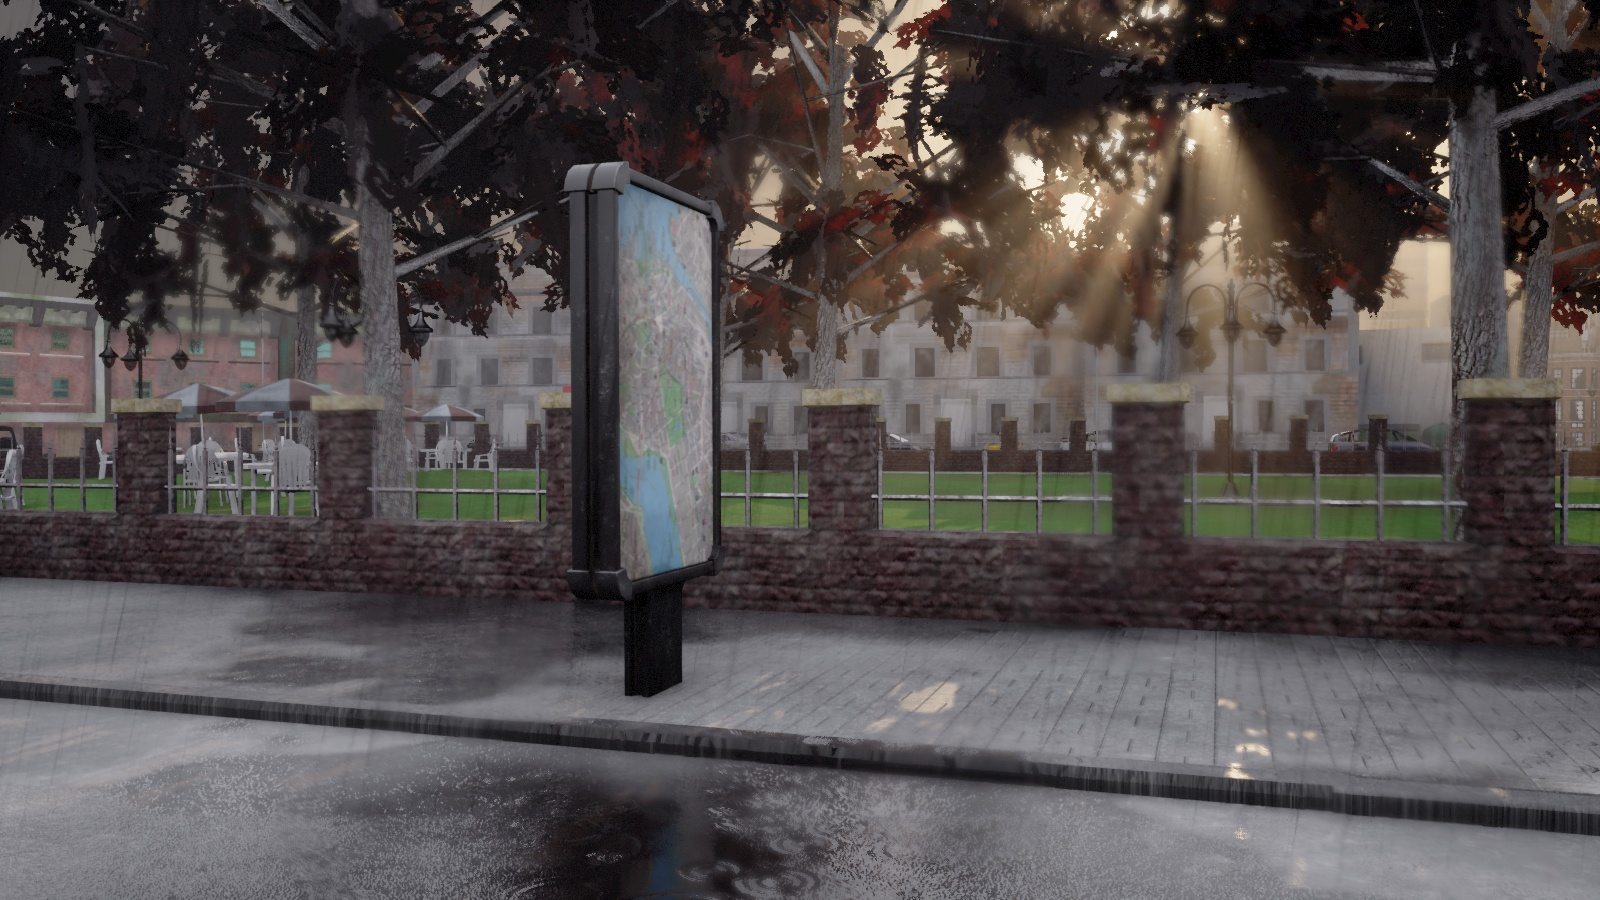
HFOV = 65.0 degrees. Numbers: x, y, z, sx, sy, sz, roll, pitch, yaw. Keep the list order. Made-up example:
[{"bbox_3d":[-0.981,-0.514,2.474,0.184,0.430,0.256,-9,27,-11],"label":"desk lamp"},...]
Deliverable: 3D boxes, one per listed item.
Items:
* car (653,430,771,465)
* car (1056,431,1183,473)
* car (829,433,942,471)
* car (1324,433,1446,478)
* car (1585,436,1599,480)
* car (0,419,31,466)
[{"bbox_3d":[-3.967,-0.144,56.944,4.902,1.511,2.128,1,1,18],"label":"car"},{"bbox_3d":[12.073,0.060,47.409,4.514,1.525,2.007,1,1,18],"label":"car"},{"bbox_3d":[3.440,0.048,50.274,4.193,1.474,1.816,1,1,18],"label":"car"},{"bbox_3d":[20.685,0.169,44.551,3.705,1.549,1.789,0,1,18],"label":"car"},{"bbox_3d":[28.829,0.278,41.844,4.193,1.474,1.816,1,1,18],"label":"car"},{"bbox_3d":[-32.650,-0.289,49.299,1.905,1.878,3.866,1,1,19],"label":"car"}]
